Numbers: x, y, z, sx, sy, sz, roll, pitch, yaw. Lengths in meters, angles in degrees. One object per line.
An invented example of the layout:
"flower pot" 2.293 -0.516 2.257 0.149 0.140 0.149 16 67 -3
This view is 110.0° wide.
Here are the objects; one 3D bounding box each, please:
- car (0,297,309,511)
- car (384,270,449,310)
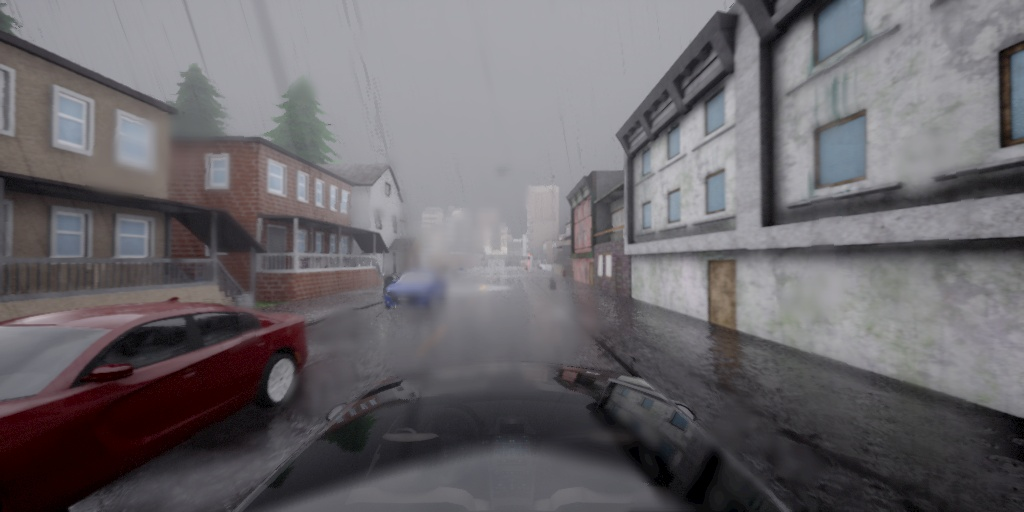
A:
"car" -4.082 1.251 3.486 1.882 1.535 5.008 0 -1 0
"car" -4.088 1.415 16.053 1.882 1.535 5.008 0 -1 0
